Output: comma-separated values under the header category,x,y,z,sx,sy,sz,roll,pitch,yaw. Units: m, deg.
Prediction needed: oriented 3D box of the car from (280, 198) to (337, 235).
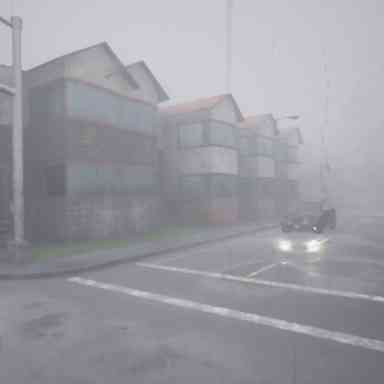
category,x,y,z,sx,sy,sz,roll,pitch,yaw
car,7.322,1.477,20.510,2.150,2.045,5.566,-1,1,35
